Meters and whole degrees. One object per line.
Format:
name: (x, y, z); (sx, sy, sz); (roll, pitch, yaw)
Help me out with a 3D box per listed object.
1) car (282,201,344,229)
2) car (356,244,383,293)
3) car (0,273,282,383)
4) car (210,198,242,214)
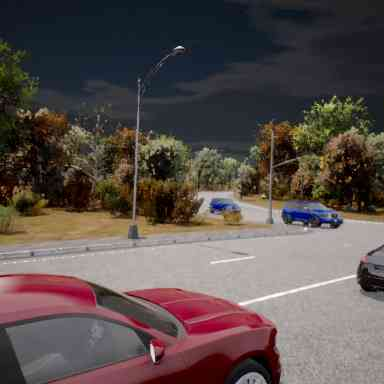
car: (9.649, 1.825, 27.153); (2.150, 2.045, 5.566); (3, -2, -21)
car: (5.800, 1.665, 7.936); (4.181, 1.385, 1.994); (1, -1, -35)
car: (-1.349, 1.479, 2.783); (5.008, 1.535, 1.882); (0, 0, -36)
car: (4.017, 1.805, 40.807); (2.150, 2.045, 5.566); (3, 0, -20)
